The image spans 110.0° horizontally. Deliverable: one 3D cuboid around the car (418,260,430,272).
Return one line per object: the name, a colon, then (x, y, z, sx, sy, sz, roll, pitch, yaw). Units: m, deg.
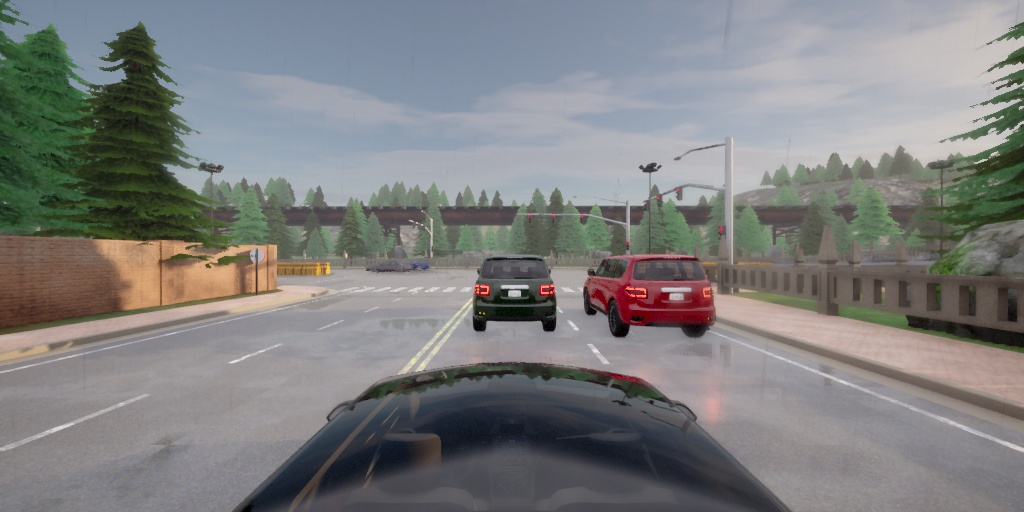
car: (-13.035, 1.227, 45.828, 5.008, 1.535, 1.882, 0, 0, 0)

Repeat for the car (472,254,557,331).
car: (0.069, 0.971, 11.086, 2.150, 2.045, 5.566, 0, 0, 0)

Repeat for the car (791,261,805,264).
car: (34.998, 1.284, 45.593, 5.357, 1.411, 2.033, 0, 0, 1)

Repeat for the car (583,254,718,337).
car: (3.569, 0.971, 10.409, 2.150, 2.045, 5.566, 0, 0, 0)

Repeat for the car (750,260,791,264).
car: (29.161, 1.240, 42.108, 4.902, 1.511, 2.128, 0, 0, 0)

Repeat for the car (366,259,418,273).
car: (-14.345, 1.297, 42.335, 5.357, 1.411, 2.033, 0, 0, 0)
